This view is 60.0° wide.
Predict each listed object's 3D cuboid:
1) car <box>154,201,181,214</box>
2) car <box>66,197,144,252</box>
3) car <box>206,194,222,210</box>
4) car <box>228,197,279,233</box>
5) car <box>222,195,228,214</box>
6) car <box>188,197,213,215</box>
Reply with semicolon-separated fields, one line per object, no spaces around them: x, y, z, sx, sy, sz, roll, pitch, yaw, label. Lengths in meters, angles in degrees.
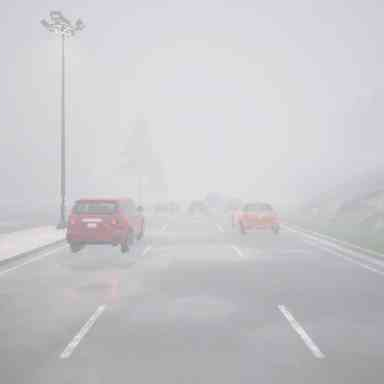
-2.497;1.601;35.582;1.895;1.301;4.718;0;0;10;car
-3.401;1.221;14.009;2.150;2.045;5.566;0;0;0;car
3.133;1.222;43.520;2.150;2.045;5.566;0;0;15;car
3.604;1.353;19.569;2.097;1.767;4.553;0;0;0;car
4.755;1.352;35.912;2.097;1.767;4.553;0;0;12;car
0.774;1.504;33.504;1.837;1.490;4.892;0;0;7;car
